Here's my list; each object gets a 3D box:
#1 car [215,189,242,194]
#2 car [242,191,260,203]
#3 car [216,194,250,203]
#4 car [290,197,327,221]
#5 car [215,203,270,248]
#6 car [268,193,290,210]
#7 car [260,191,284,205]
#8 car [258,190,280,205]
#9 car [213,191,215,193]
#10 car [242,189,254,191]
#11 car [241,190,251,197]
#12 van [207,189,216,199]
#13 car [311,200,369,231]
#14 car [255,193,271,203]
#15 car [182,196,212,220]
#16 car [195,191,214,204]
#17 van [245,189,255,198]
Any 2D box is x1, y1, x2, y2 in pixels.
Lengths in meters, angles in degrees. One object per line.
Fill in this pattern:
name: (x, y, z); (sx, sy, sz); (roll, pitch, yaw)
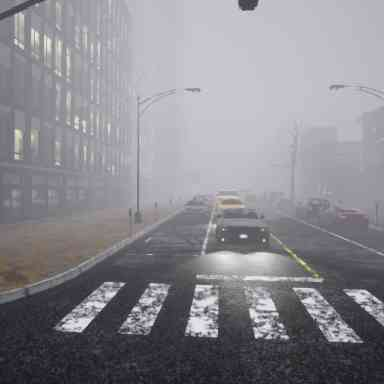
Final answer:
car: (3.739, 0.746, 34.657); (2.150, 2.045, 5.566); (0, 1, 5)
car: (7.650, 0.922, 43.784); (1.837, 1.490, 4.892); (0, 1, 5)
car: (2.838, 1.138, 24.010); (1.882, 1.535, 5.008); (0, 1, 5)
car: (8.639, 1.127, 23.754); (1.967, 1.590, 4.097); (1, 1, 5)
car: (1.980, 1.353, 13.679); (1.994, 1.385, 4.181); (0, 1, 5)
car: (9.559, 1.096, 34.808); (2.008, 1.369, 4.403); (1, 1, 5)
car: (10.023, 0.788, 40.330); (2.192, 1.841, 5.009); (1, 1, 5)
car: (10.485, 0.715, 45.860); (2.192, 1.841, 5.009); (1, 1, 5)
car: (2.128, 0.940, 46.558); (1.802, 1.307, 4.206); (1, 1, 5)
car: (8.431, 0.504, 53.773); (2.150, 2.045, 5.566); (0, 1, 5)
car: (13.707, 0.297, 84.548); (1.967, 1.590, 4.097); (1, 1, 5)
van: (3.976, 0.394, 68.662); (1.690, 1.788, 3.998); (1, 1, 5)
car: (8.176, 1.338, 18.226); (1.802, 1.307, 4.206); (1, 1, 5)
car: (10.956, 0.848, 51.559); (1.752, 1.417, 4.829); (1, 1, 5)
car: (0.286, 1.226, 24.451); (1.802, 1.307, 4.206); (1, 1, 5)
car: (0.749, 1.015, 29.975); (1.967, 1.590, 4.097); (1, 1, 5)
van: (12.787, 0.357, 73.494); (1.690, 1.788, 3.998); (1, 1, 5)
